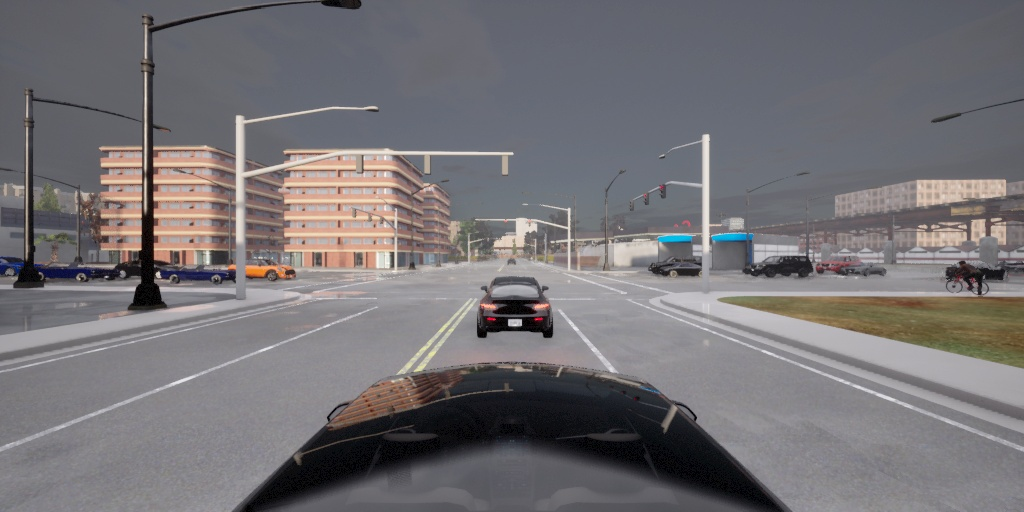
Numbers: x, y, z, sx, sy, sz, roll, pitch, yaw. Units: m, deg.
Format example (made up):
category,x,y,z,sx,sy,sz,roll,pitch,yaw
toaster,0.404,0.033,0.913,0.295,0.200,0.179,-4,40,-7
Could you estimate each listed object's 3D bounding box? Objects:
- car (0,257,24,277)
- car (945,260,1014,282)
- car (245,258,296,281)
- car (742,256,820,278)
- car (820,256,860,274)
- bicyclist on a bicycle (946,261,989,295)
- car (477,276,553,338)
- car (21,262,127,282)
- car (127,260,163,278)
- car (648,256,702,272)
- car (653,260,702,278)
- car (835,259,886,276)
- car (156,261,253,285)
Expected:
category,x,y,z,sx,sy,sz,roll,pitch,yaw
car,-39.991,0.790,28.400,5.008,1.535,1.882,1,0,1
car,37.927,1.227,29.285,5.008,1.535,1.882,0,0,-18
car,-19.458,0.986,28.007,4.553,1.767,2.097,1,0,1
car,25.459,0.971,34.071,5.566,2.045,2.150,0,0,-5
car,36.633,0.971,40.103,5.566,2.045,2.150,0,0,-22
bicyclist on a bicycle,21.913,1.050,17.291,0.582,1.620,1.656,0,0,0
car,0.075,1.276,10.056,1.812,1.442,4.674,0,0,0
car,-30.072,1.088,24.705,4.718,1.301,1.895,1,0,1
car,-28.234,1.021,28.172,4.892,1.490,1.837,1,0,1
car,17.195,0.971,37.376,5.566,2.045,2.150,0,0,1
car,16.106,1.314,33.943,4.181,1.385,1.994,0,0,0
car,35.253,1.314,36.009,4.181,1.385,1.994,0,0,-18
car,-20.958,1.220,24.538,4.718,1.301,1.895,1,0,2
